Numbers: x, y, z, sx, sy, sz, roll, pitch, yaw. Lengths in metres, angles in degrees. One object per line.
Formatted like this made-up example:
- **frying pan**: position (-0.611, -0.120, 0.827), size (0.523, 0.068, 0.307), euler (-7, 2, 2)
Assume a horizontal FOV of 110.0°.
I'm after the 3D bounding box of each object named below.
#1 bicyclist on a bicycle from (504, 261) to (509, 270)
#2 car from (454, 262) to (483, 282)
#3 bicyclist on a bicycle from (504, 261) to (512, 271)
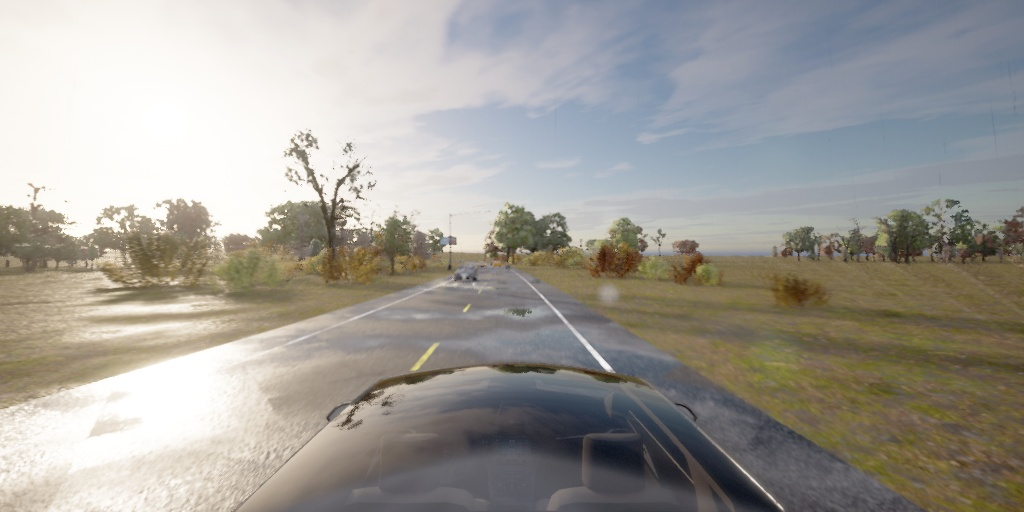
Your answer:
- **bicyclist on a bicycle**: position (-0.990, 1.719, 63.984), size (0.866, 1.612, 1.509), euler (0, -1, -3)
- **car**: position (-4.079, 1.521, 32.508), size (2.128, 1.511, 4.902), euler (0, 0, -2)
- **bicyclist on a bicycle**: position (-0.462, 1.645, 54.956), size (0.866, 1.612, 1.509), euler (0, -1, -3)
